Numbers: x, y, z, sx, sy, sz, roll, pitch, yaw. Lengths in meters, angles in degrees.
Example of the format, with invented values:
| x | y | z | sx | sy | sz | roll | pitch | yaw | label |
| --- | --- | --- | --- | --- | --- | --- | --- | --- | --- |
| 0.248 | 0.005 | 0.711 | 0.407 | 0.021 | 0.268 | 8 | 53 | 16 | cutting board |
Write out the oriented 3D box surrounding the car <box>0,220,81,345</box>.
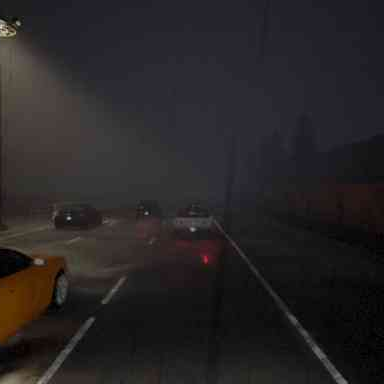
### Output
| x | y | z | sx | sy | sz | roll | pitch | yaw | label |
| --- | --- | --- | --- | --- | --- | --- | --- | --- | --- |
| -3.398 | 1.449 | 4.692 | 1.882 | 1.535 | 5.008 | 0 | 0 | 0 | car |

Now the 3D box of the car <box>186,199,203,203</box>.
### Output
| x | y | z | sx | sy | sz | roll | pitch | yaw | label |
| --- | --- | --- | --- | --- | --- | --- | --- | --- | --- |
| 0.225 | 1.391 | 35.323 | 1.895 | 1.301 | 4.718 | 0 | 0 | 1 | car |

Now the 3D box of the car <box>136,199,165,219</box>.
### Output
| x | y | z | sx | sy | sz | roll | pitch | yaw | label |
| --- | --- | --- | --- | --- | --- | --- | --- | --- | --- |
| -3.418 | 1.341 | 27.610 | 1.837 | 1.490 | 4.892 | 0 | 0 | 1 | car |

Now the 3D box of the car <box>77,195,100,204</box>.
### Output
| x | y | z | sx | sy | sz | roll | pitch | yaw | label |
| --- | --- | --- | --- | --- | --- | --- | --- | --- | --- |
| -16.952 | 1.226 | 54.763 | 2.033 | 1.411 | 5.357 | 0 | 0 | 2 | car |

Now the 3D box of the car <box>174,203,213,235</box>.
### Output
| x | y | z | sx | sy | sz | roll | pitch | yaw | label |
| --- | --- | --- | --- | --- | --- | --- | --- | --- | --- |
| 0.040 | 1.493 | 18.019 | 1.895 | 1.301 | 4.718 | 0 | 0 | 0 | car |

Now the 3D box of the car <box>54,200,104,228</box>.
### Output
| x | y | z | sx | sy | sz | roll | pitch | yaw | label |
| --- | --- | --- | --- | --- | --- | --- | --- | --- | --- |
| -6.966 | 1.440 | 20.831 | 1.994 | 1.385 | 4.181 | 0 | 0 | 0 | car |
